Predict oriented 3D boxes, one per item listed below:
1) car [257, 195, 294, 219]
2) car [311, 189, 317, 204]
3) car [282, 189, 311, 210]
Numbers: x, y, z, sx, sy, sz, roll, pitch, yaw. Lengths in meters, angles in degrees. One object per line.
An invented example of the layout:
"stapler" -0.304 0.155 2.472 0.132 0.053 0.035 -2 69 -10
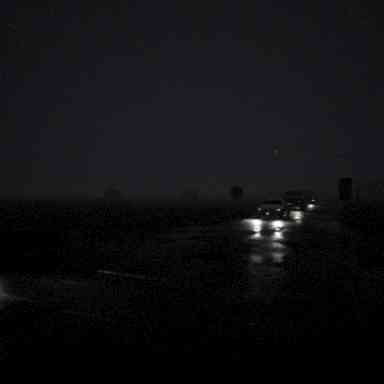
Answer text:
"car" 6.328 1.204 25.474 1.812 1.442 4.674 0 1 26
"car" 16.658 0.653 47.783 2.150 2.045 5.566 0 1 25
"car" 10.923 0.789 35.366 2.150 2.045 5.566 0 1 25
